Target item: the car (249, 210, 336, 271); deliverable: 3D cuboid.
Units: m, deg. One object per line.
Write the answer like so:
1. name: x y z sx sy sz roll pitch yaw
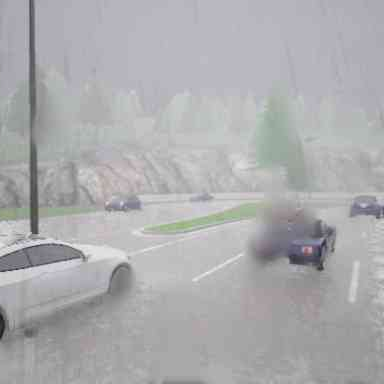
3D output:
1. car: 3.445 1.475 10.619 1.895 1.301 4.718 0 1 28

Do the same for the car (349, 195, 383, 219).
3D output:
1. car: 13.641 1.010 25.244 2.097 1.767 4.553 0 1 43

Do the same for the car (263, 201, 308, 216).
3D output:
1. car: 6.353 1.310 22.125 1.994 1.385 4.181 0 1 36

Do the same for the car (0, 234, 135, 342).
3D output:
1. car: -2.986 1.495 5.974 1.812 1.442 4.674 0 1 28

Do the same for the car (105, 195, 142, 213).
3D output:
1. car: -6.876 1.101 33.753 2.097 1.767 4.553 0 1 18

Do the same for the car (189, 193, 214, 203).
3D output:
1. car: 1.648 0.984 55.963 1.837 1.490 4.892 0 1 45
